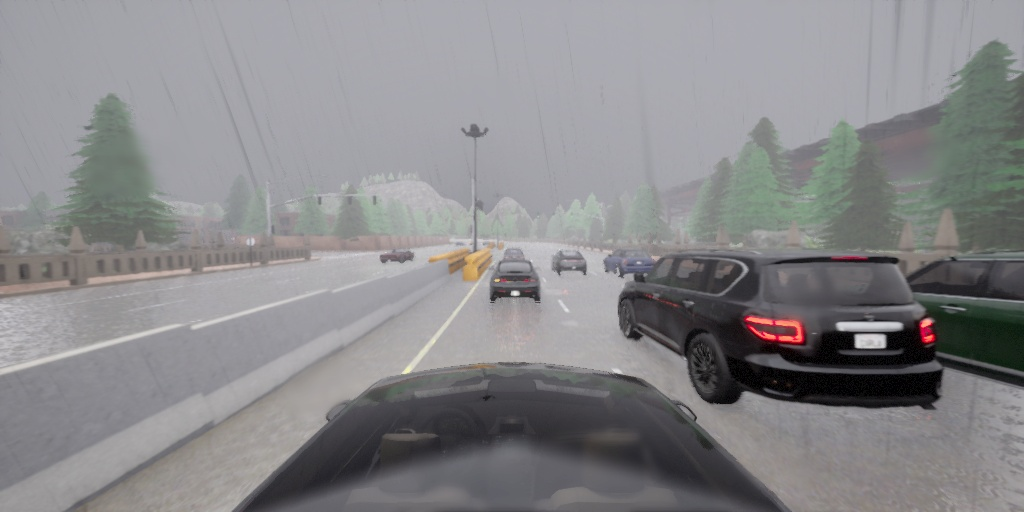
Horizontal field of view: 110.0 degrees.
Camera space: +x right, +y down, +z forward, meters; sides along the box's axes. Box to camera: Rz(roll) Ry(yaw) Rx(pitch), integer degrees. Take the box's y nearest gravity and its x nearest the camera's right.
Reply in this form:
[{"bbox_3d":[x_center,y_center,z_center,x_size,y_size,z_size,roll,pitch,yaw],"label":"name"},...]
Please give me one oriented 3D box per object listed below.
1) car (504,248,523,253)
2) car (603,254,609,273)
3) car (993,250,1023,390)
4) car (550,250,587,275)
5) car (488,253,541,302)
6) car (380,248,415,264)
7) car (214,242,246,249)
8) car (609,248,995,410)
[{"bbox_3d":[0.138,0.029,30.797,2.033,1.411,5.357,0,3,-1],"label":"car"},{"bbox_3d":[7.139,0.288,22.244,2.097,1.767,4.553,0,3,0],"label":"car"},{"bbox_3d":[7.101,0.925,4.837,2.150,2.045,5.566,0,1,0],"label":"car"},{"bbox_3d":[3.645,0.362,23.472,2.128,1.511,4.902,0,3,0],"label":"car"},{"bbox_3d":[0.110,0.865,14.340,1.837,1.490,4.892,0,3,0],"label":"car"},{"bbox_3d":[-10.418,-0.020,32.747,1.895,1.301,4.718,0,3,1],"label":"car"},{"bbox_3d":[-36.649,-1.002,46.574,4.553,1.767,2.097,0,3,1],"label":"car"},{"bbox_3d":[3.601,0.894,6.289,2.150,2.045,5.566,0,1,0],"label":"car"}]
